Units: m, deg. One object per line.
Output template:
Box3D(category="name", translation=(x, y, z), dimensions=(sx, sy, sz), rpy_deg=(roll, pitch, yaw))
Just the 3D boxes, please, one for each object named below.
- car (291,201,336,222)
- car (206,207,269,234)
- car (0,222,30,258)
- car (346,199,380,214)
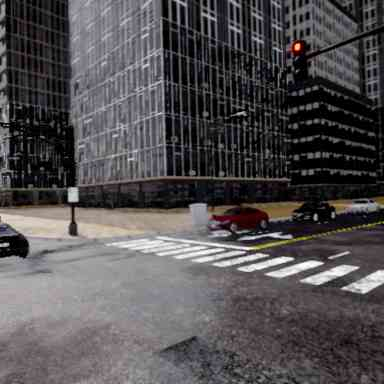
Box3D(category="car", translation=(9.880, 1.539, 26.939), dimensions=(4.892, 1.490, 1.837), rpy_deg=(-1, -1, -42))
Box3D(category="car", translation=(2.950, 1.670, 20.709), dimensions=(4.674, 1.442, 1.812), rpy_deg=(-1, -1, -42))
Box3D(category="car", translation=(-8.103, 1.893, 13.251), dimensions=(1.994, 1.385, 4.181), rpy_deg=(-2, 0, -45))
Box3D(category="car", translation=(17.330, 1.442, 33.619), dimensions=(4.674, 1.442, 1.812), rpy_deg=(-1, -1, -42))
